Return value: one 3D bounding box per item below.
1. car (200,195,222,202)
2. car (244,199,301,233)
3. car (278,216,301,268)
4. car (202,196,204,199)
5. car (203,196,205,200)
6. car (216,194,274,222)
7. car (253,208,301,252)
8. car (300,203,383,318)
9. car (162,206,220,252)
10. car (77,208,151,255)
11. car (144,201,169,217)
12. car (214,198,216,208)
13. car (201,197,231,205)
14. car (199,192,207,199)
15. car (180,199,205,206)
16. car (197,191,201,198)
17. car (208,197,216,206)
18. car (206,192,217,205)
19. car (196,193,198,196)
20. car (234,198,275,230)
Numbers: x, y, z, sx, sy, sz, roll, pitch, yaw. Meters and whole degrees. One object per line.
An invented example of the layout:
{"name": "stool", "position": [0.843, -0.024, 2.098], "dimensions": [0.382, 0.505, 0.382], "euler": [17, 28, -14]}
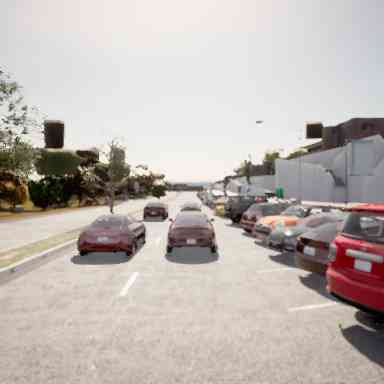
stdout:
{"name": "car", "position": [4.619, 1.627, 80.953], "dimensions": [4.792, 1.488, 2.163], "euler": [1, 1, -20]}
{"name": "car", "position": [5.034, 1.361, 14.931], "dimensions": [4.553, 1.767, 2.185], "euler": [1, 0, -20]}
{"name": "car", "position": [5.059, 1.513, 8.936], "dimensions": [4.792, 1.488, 2.163], "euler": [1, 0, -20]}
{"name": "car", "position": [4.800, 1.724, 56.956], "dimensions": [4.792, 1.488, 2.163], "euler": [1, 0, -20]}
{"name": "car", "position": [4.793, 1.729, 53.931], "dimensions": [4.674, 1.452, 2.002], "euler": [1, 0, -20]}
{"name": "car", "position": [4.980, 1.255, 23.944], "dimensions": [5.566, 2.045, 2.435], "euler": [1, -1, -20]}
{"name": "car", "position": [5.025, 1.486, 11.921], "dimensions": [4.892, 1.521, 2.231], "euler": [1, 0, -20]}
{"name": "car", "position": [5.077, 1.233, 5.933], "dimensions": [5.566, 2.045, 2.435], "euler": [1, 0, -20]}
{"name": "car", "position": [-0.012, 1.525, 13.734], "dimensions": [1.812, 1.442, 4.674], "euler": [0, 0, 0]}
{"name": "car", "position": [-3.013, 1.565, 13.269], "dimensions": [1.994, 1.385, 4.181], "euler": [0, 0, 0]}
{"name": "car", "position": [-3.092, 1.523, 29.244], "dimensions": [1.882, 1.535, 5.008], "euler": [0, 0, 0]}
{"name": "car", "position": [5.093, 1.533, 29.994], "dimensions": [5.366, 1.575, 1.946], "euler": [1, -1, -20]}
{"name": "car", "position": [4.570, 1.693, 62.882], "dimensions": [5.366, 1.575, 1.946], "euler": [1, 0, -20]}
{"name": "car", "position": [4.787, 1.448, 59.955], "dimensions": [5.566, 2.045, 2.435], "euler": [1, 0, -20]}
{"name": "car", "position": [-0.094, 1.568, 28.741], "dimensions": [1.812, 1.442, 4.674], "euler": [0, 0, 0]}
{"name": "car", "position": [4.687, 1.433, 68.936], "dimensions": [5.566, 2.045, 2.435], "euler": [1, 1, -20]}
{"name": "car", "position": [4.730, 1.543, 32.859], "dimensions": [5.366, 1.575, 1.946], "euler": [1, 0, -20]}
{"name": "car", "position": [4.867, 1.317, 35.913], "dimensions": [5.566, 2.045, 2.435], "euler": [1, 0, -20]}
{"name": "car", "position": [4.554, 1.526, 92.958], "dimensions": [4.792, 1.488, 2.163], "euler": [1, 1, -20]}
{"name": "car", "position": [4.956, 1.364, 17.916], "dimensions": [4.553, 1.767, 2.185], "euler": [1, 0, -20]}
